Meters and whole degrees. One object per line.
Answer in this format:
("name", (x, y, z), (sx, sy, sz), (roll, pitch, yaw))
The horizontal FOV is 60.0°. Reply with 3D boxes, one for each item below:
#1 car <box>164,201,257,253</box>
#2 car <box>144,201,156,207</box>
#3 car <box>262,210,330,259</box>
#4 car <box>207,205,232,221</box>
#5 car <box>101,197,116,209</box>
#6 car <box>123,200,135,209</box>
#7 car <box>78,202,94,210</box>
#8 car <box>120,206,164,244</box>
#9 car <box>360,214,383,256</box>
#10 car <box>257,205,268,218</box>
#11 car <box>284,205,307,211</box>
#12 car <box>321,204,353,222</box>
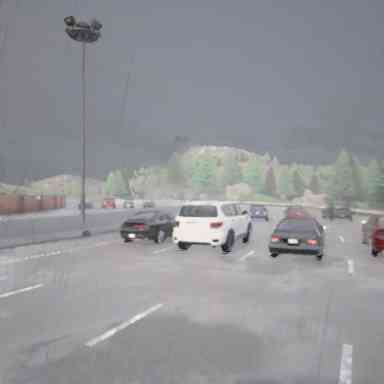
("car", (1.100, 1.386, 14.761), (2.150, 2.045, 5.566), (0, 0, 22))
("car", (-7.470, 2.210, 58.601), (1.994, 1.385, 4.181), (0, -1, -9))
("car", (4.281, 1.690, 13.290), (2.033, 1.411, 5.357), (0, -1, 22))
("car", (2.730, 1.950, 32.130), (1.895, 1.301, 4.718), (0, -1, 10))
("car", (-14.347, 1.862, 57.604), (2.150, 2.045, 5.566), (0, -1, -9))
("car", (-10.748, 2.121, 56.871), (2.128, 1.511, 4.902), (0, -1, -8))
("car", (-17.460, 2.215, 54.779), (1.895, 1.301, 4.718), (0, -1, -7))
("car", (-1.783, 1.696, 17.023), (1.837, 1.490, 4.892), (0, 0, 22))
("car", (8.095, 1.618, 13.504), (1.882, 1.535, 5.008), (0, 0, 21))
("car", (6.034, 1.877, 30.676), (2.033, 1.411, 5.357), (0, -1, 11))
("car", (9.599, 1.892, 30.871), (1.994, 1.385, 4.181), (0, -1, 10))
("car", (13.030, 1.810, 30.174), (2.128, 1.511, 4.902), (0, 0, 10))
